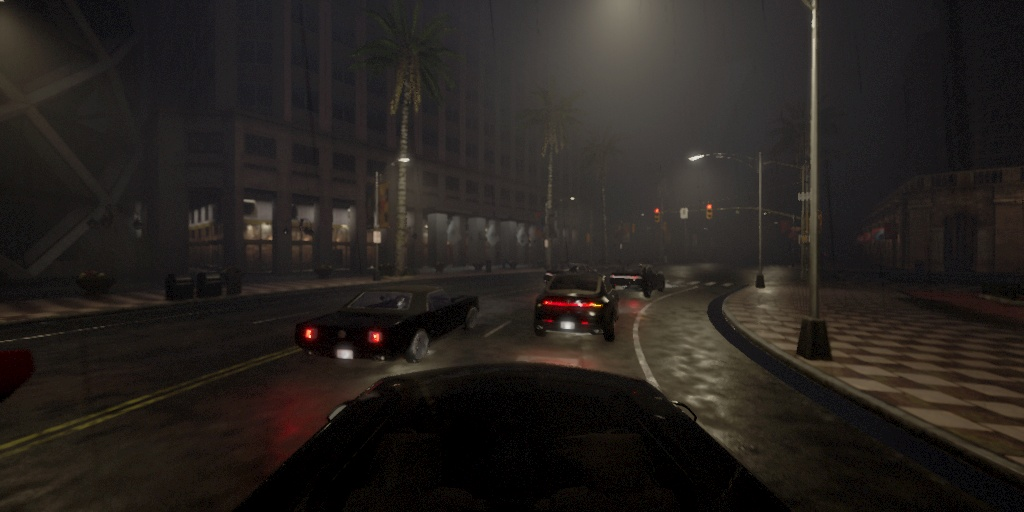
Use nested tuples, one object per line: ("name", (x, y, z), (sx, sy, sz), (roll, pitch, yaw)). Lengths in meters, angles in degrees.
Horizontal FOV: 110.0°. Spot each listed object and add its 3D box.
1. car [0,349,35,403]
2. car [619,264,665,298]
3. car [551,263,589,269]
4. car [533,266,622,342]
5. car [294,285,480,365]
("car", (-6.916, 1.347, 2.146), (1.895, 1.301, 4.718), (0, 0, 4))
("car", (6.299, 1.131, 17.897), (2.128, 1.511, 4.902), (0, 0, 34))
("car", (3.492, 1.116, 19.887), (2.128, 1.511, 4.902), (0, 0, 34))
("car", (1.908, 1.199, 9.810), (1.837, 1.490, 4.892), (0, 0, 18))
("car", (-2.234, 1.307, 8.032), (1.895, 1.301, 4.718), (0, 0, 13))
